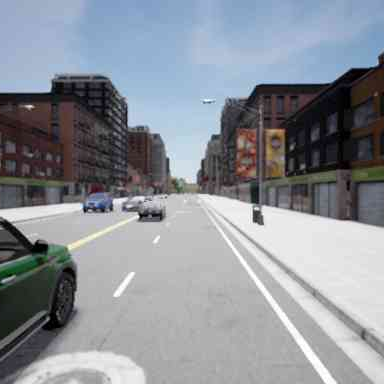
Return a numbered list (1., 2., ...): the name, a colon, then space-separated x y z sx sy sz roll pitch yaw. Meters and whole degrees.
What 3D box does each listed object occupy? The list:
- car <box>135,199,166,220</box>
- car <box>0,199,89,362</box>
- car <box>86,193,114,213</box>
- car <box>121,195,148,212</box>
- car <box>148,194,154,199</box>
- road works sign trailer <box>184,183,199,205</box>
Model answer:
1. car: -3.151 1.520 27.194 1.895 1.301 4.718 0 0 0
2. car: -3.149 1.209 3.731 2.150 2.045 5.566 0 0 0
3. car: -9.846 1.120 35.360 2.150 2.045 5.566 0 0 1
4. car: -6.594 1.387 37.201 2.128 1.511 4.902 0 0 0
5. car: -9.758 1.281 76.219 1.882 1.535 5.008 0 0 0
6. road works sign trailer: -0.005 0.320 53.795 2.380 3.560 2.880 0 0 0
